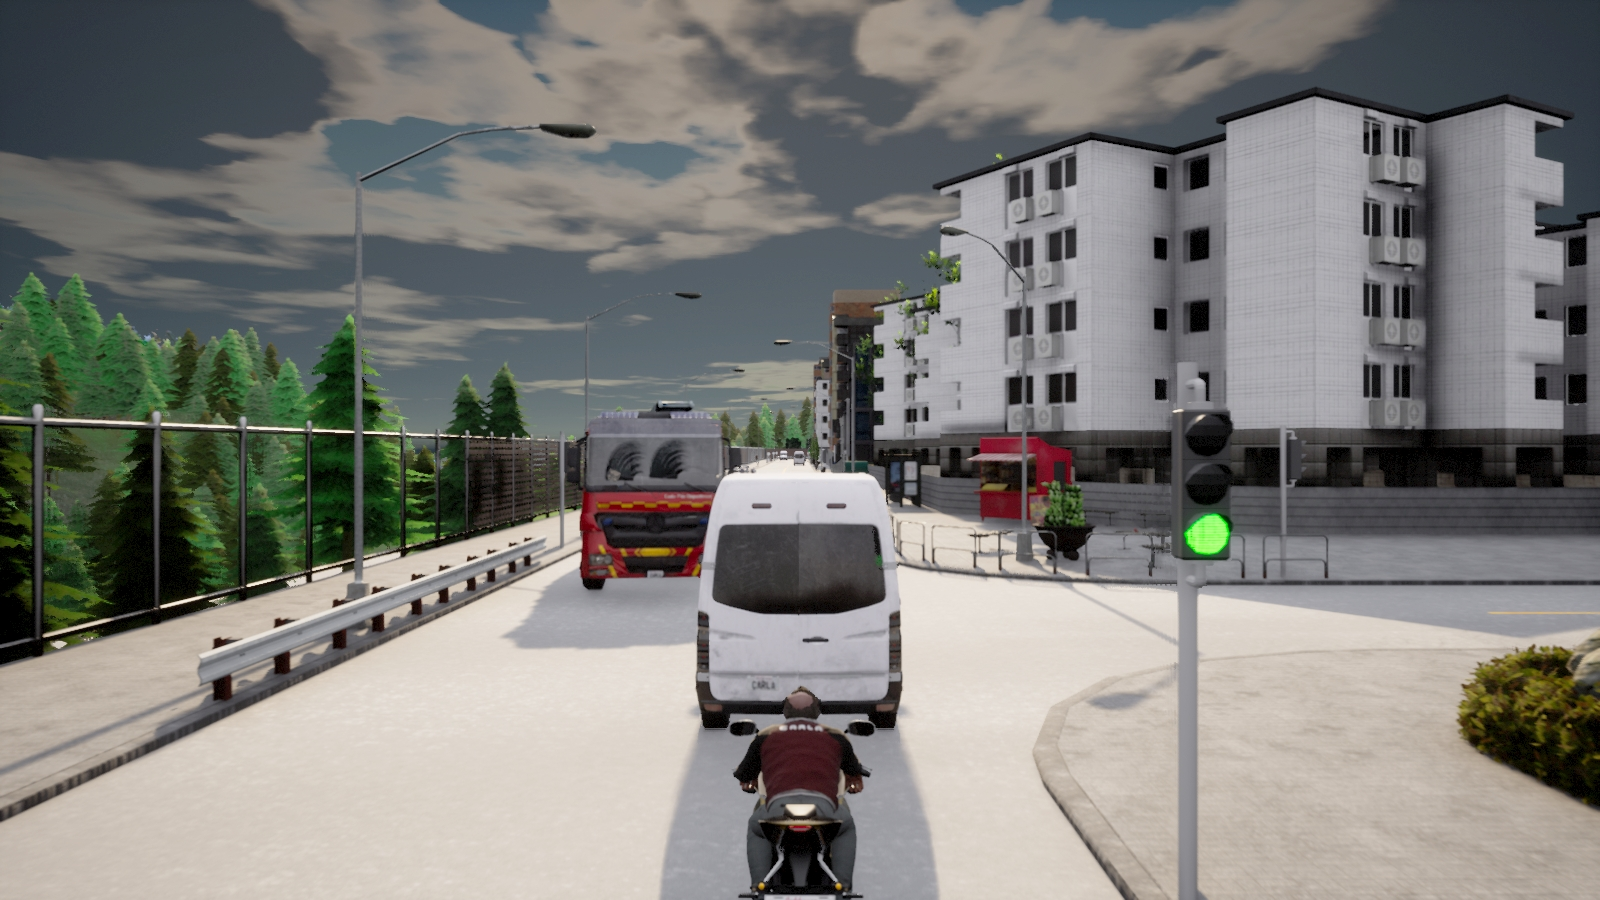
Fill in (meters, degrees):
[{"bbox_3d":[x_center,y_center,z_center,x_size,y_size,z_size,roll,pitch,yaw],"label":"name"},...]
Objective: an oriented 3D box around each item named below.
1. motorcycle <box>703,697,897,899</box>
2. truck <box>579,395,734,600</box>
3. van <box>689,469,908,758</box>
[{"bbox_3d":[0.008,2.205,6.195,0.867,1.251,2.209,0,0,0],"label":"motorcycle"},{"bbox_3d":[-3.289,0.892,25.728,2.891,3.827,8.468,0,0,-8],"label":"truck"},{"bbox_3d":[-0.014,1.533,13.332,1.988,2.561,5.915,0,0,0],"label":"van"}]
